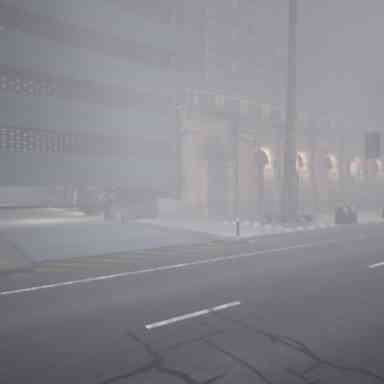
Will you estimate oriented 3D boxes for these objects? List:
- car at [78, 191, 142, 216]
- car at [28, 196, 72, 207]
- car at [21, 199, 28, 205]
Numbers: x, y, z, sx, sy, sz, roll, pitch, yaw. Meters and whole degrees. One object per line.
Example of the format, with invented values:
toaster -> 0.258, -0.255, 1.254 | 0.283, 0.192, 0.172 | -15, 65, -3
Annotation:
car -> -7.100, 0.975, 29.321 | 5.566, 2.045, 2.435 | 0, 0, -36
car -> -18.530, 1.414, 43.890 | 4.718, 1.301, 1.895 | 0, 0, -36
car -> -24.936, 1.363, 53.571 | 4.786, 1.482, 2.161 | 0, 0, -36
